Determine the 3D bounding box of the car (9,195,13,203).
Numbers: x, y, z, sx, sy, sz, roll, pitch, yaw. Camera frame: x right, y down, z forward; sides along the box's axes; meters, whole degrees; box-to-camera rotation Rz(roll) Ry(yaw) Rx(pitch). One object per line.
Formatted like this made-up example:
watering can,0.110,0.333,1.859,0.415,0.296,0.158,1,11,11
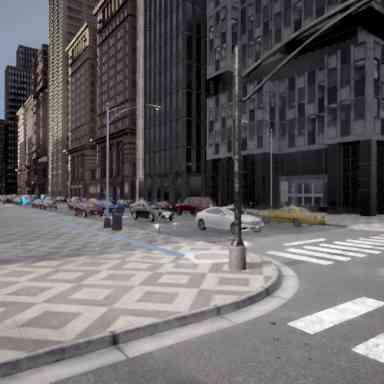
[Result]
car,-35.741,1.775,68.071,1.802,1.307,4.206,0,0,-35

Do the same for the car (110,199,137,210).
car,-9.382,1.675,45.565,2.008,1.369,4.403,0,0,-35

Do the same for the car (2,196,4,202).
car,-42.210,1.810,77.219,1.802,1.307,4.206,0,0,-35

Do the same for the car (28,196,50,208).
car,-22.802,1.709,49.776,1.802,1.307,4.206,0,0,-35

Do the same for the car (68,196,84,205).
car,-22.320,1.629,63.859,1.967,1.590,4.097,0,0,-35

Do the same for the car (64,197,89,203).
car,-14.392,1.670,42.562,1.994,1.385,4.181,0,0,-37

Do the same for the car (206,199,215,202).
car,3.458,1.589,27.409,1.752,1.417,4.829,0,0,-35

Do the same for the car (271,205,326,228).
car,6.692,1.574,22.835,1.752,1.417,4.829,0,0,-35

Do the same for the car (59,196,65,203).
car,-28.789,1.662,73.006,1.967,1.590,4.097,0,0,-35

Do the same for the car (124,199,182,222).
car,-3.262,1.544,26.764,2.128,1.511,4.902,0,0,-35

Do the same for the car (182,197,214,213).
car,0.321,1.393,31.844,2.192,1.841,5.009,0,0,-35

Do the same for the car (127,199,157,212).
car,-6.246,1.634,41.130,1.752,1.417,4.829,0,0,-35

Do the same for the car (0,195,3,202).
car,-45.445,1.686,81.793,1.967,1.590,4.097,0,0,-35

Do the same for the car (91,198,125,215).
car,-8.705,1.556,34.473,1.882,1.535,5.008,0,0,-35

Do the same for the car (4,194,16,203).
car,-38.976,1.525,72.646,2.192,1.841,5.009,0,0,-35

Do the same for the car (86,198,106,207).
car,-15.851,1.722,54.712,1.947,1.339,4.313,0,0,-35

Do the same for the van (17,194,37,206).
van,-29.272,1.501,58.924,1.690,1.788,3.998,0,0,-35

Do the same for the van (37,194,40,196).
van,-38.493,1.615,86.727,1.690,1.788,3.998,0,0,-35

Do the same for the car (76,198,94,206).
car,-19.086,1.754,59.285,1.802,1.307,4.206,0,0,-35

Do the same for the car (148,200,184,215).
car,-2.913,1.638,36.417,1.887,1.381,4.507,0,0,-35

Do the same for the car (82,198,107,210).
car,-13.845,1.603,47.197,1.882,1.535,5.008,0,0,-35

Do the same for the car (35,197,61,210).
car,-19.568,1.693,45.202,1.802,1.307,4.206,0,0,-35

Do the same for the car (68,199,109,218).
car,-9.864,1.609,31.481,1.887,1.381,4.507,0,0,-35

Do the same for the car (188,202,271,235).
car,2.024,1.554,19.251,1.812,1.442,4.674,0,0,-37

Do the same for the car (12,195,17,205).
car,-32.408,1.701,63.359,1.752,1.417,4.829,0,0,-35
